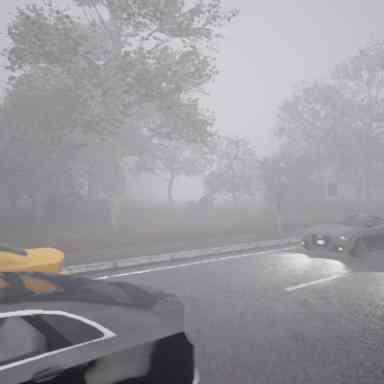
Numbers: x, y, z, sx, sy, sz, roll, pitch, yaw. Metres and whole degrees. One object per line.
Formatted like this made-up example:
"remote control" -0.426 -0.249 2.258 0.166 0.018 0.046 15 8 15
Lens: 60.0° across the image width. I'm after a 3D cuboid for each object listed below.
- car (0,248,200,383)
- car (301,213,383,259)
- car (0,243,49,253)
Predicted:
"car" -2.232 1.490 2.392 4.902 1.511 2.128 -1 0 -35
"car" 6.013 1.521 12.483 4.181 1.385 1.994 0 0 -35
"car" -4.527 1.481 5.056 5.008 1.535 1.882 0 0 -35
